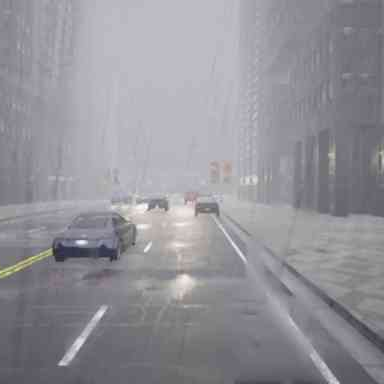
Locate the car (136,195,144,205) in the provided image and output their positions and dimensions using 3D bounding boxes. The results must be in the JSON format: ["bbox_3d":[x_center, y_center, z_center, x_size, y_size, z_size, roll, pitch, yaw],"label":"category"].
[{"bbox_3d":[-6.585,1.076,46.612,1.994,1.385,4.181,0,0,1],"label":"car"}]

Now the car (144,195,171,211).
[{"bbox_3d":[-3.161,1.039,32.404,1.837,1.490,4.892,0,0,0],"label":"car"}]

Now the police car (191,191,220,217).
[{"bbox_3d":[1.128,1.014,26.607,1.930,1.638,5.238,0,1,0],"label":"police car"}]

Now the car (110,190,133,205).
[{"bbox_3d":[-9.837,0.733,46.885,2.150,2.045,5.566,0,0,0],"label":"car"}]

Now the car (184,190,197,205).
[{"bbox_3d":[0.000,0.736,47.730,2.150,2.045,5.566,0,0,0],"label":"car"}]

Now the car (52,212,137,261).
[{"bbox_3d":[-3.154,1.379,11.503,1.994,1.385,4.181,0,1,0],"label":"car"}]
